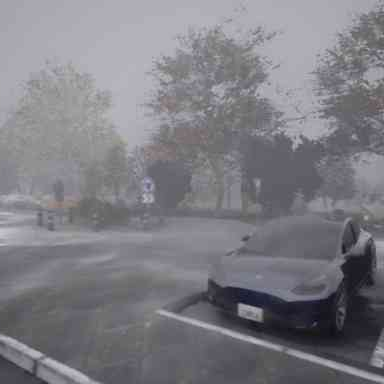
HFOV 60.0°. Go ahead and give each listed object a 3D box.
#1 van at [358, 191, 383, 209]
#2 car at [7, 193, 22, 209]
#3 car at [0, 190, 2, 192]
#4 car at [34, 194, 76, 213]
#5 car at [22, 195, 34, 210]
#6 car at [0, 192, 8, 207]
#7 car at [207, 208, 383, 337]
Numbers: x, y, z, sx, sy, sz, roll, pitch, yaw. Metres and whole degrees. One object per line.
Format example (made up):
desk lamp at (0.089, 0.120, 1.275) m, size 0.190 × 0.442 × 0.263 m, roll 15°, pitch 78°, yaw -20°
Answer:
van at (9.757, 0.934, 16.890) m, size 1.878 × 1.987 × 4.442 m, roll 1°, pitch 1°, yaw 36°
car at (-16.660, 1.085, 35.859) m, size 2.163 × 1.488 × 4.792 m, roll 2°, pitch 1°, yaw 36°
car at (-21.233, 0.902, 38.985) m, size 1.946 × 1.575 × 5.366 m, roll 2°, pitch 1°, yaw 36°
car at (-12.263, 1.203, 32.697) m, size 2.097 × 1.535 × 5.008 m, roll 2°, pitch 1°, yaw 36°
car at (-14.481, 1.003, 34.352) m, size 2.185 × 1.767 × 4.553 m, roll 2°, pitch 1°, yaw 36°
car at (-18.885, 1.020, 37.507) m, size 2.002 × 1.452 × 4.674 m, roll 2°, pitch 1°, yaw 36°
car at (2.185, 1.194, 6.344) m, size 2.163 × 1.488 × 4.792 m, roll 1°, pitch 1°, yaw 36°
